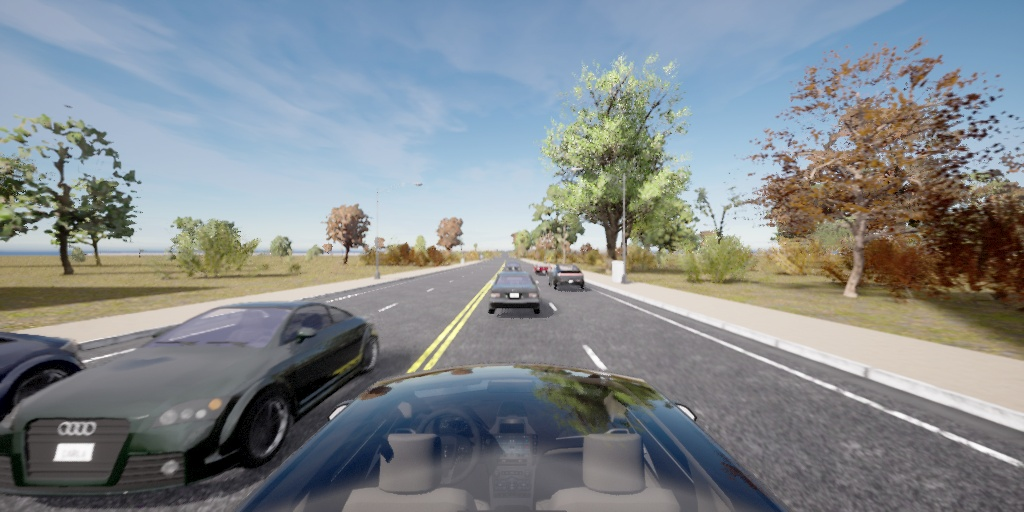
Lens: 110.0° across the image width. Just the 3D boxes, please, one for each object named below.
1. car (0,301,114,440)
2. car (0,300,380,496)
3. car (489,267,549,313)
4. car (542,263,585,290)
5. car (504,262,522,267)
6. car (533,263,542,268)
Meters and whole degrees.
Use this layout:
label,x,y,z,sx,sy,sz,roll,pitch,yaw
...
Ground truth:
label,x,y,z,sx,sy,sz,roll,pitch,yaw
car,-6.594,1.315,2.946,1.994,1.385,4.181,0,0,0
car,-3.345,1.318,4.731,1.994,1.385,4.181,0,0,0
car,0.086,1.314,14.070,2.033,1.411,5.357,0,0,0
car,3.357,1.266,22.872,2.128,1.511,4.902,0,0,0
car,0.106,1.334,37.990,2.033,1.411,5.357,0,0,0
car,3.353,1.389,39.962,1.895,1.301,4.718,0,0,0
